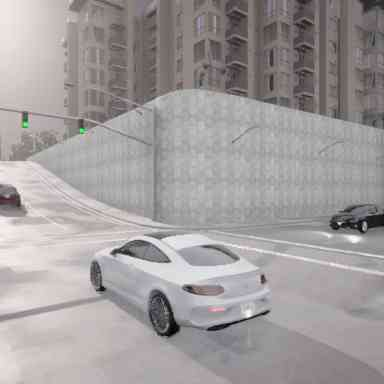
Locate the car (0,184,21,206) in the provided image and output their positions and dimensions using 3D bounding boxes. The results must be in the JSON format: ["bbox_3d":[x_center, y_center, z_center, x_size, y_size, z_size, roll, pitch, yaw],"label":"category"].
[{"bbox_3d":[-15.975,0.095,28.215,2.097,1.767,4.553,0,8,-36],"label":"car"}]

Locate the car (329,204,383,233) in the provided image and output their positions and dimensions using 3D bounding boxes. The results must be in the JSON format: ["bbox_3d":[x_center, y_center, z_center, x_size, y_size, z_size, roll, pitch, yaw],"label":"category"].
[{"bbox_3d":[10.155,1.503,19.852,4.892,1.490,1.837,0,0,-36],"label":"car"}]

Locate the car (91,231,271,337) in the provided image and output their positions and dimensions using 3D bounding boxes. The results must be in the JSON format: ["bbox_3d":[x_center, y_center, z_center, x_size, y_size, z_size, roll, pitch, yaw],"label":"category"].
[{"bbox_3d":[-0.525,1.528,6.739,1.812,1.442,4.674,0,0,-36],"label":"car"}]
